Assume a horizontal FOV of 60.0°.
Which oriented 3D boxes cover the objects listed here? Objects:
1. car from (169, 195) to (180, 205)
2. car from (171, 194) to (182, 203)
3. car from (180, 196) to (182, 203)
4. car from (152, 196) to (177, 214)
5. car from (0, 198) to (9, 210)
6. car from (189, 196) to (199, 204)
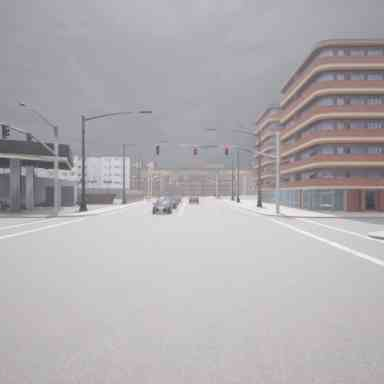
[{"bbox_3d":[-3.133,1.352,44.948,2.097,1.767,4.553,0,0,0],"label":"car"},{"bbox_3d":[-3.193,1.338,69.695,2.097,1.767,4.553,0,0,0],"label":"car"},{"bbox_3d":[-3.199,1.601,56.688,1.895,1.301,4.718,0,0,0],"label":"car"},{"bbox_3d":[-3.076,1.491,35.230,2.128,1.511,4.902,0,0,0],"label":"car"},{"bbox_3d":[-23.943,1.456,39.422,3.806,1.475,1.970,0,0,1],"label":"car"},{"bbox_3d":[0.345,1.491,63.731,2.128,1.511,4.902,0,0,0],"label":"car"}]
